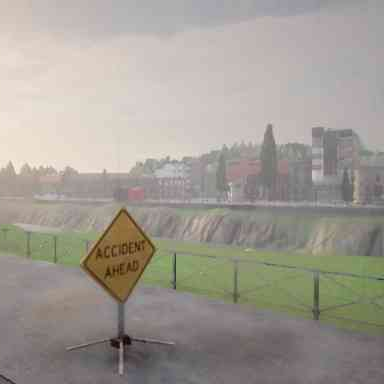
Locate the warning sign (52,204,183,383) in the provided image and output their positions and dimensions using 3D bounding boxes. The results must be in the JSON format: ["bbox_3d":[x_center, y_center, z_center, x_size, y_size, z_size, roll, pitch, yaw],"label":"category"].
[{"bbox_3d":[-0.929,1.114,4.348,1.060,1.860,1.300,0,0,36],"label":"warning sign"}]
